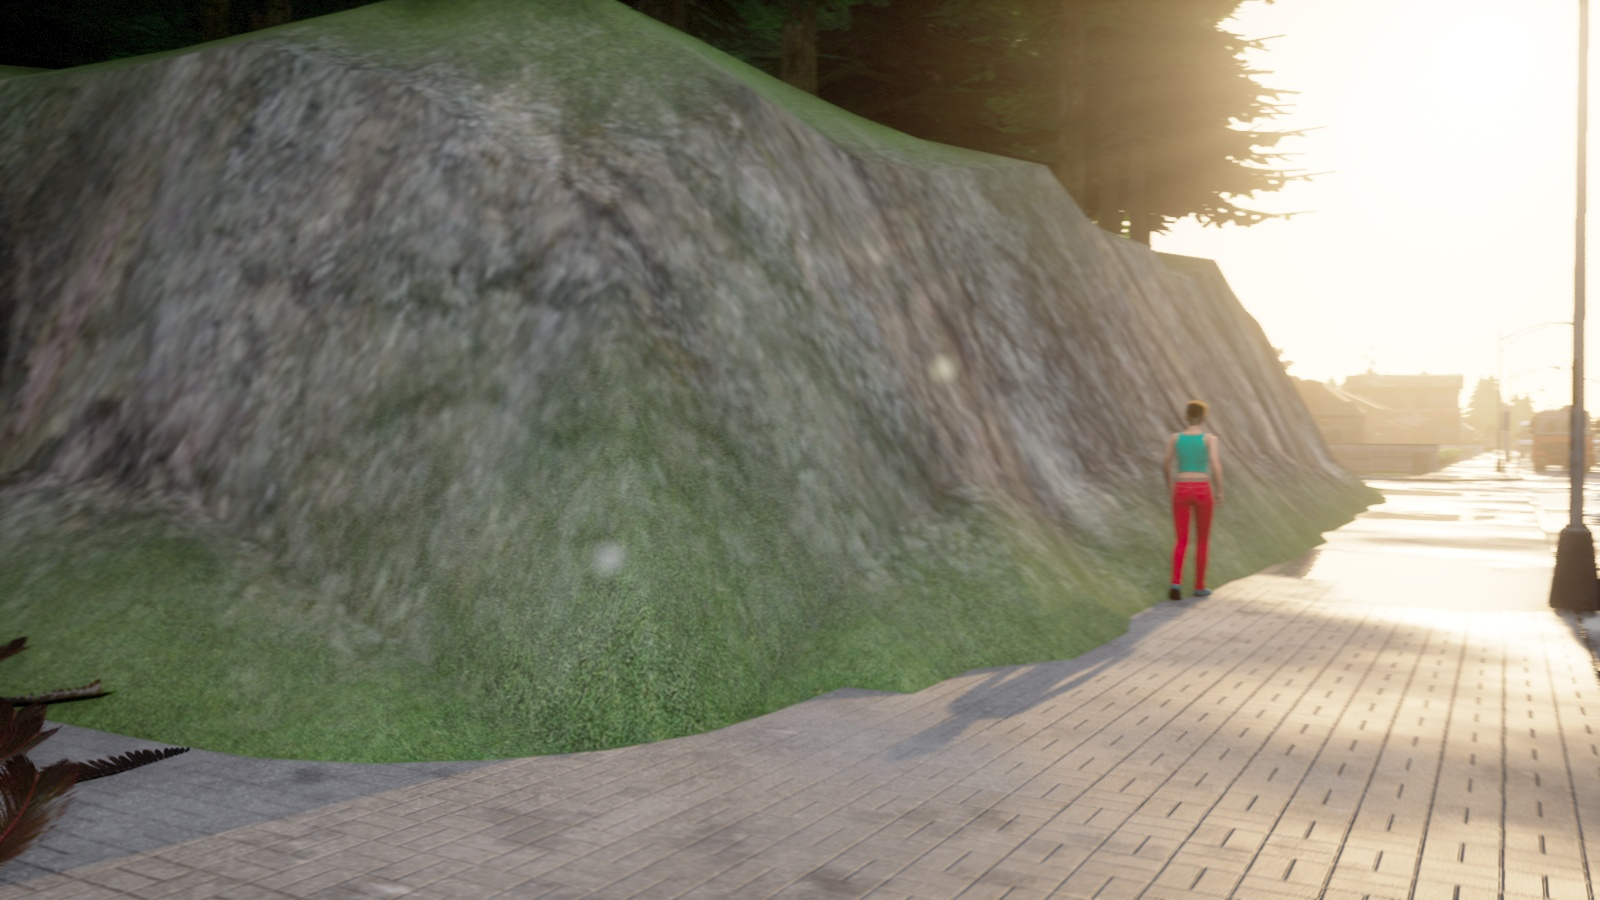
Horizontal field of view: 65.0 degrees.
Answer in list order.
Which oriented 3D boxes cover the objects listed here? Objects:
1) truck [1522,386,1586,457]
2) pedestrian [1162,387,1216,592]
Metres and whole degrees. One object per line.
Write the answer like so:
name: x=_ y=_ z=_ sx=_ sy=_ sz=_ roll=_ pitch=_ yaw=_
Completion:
truck: x=43.502 y=-1.623 z=72.640 sx=2.891 sy=3.827 sz=8.468 roll=0 pitch=1 yaw=29
pedestrian: x=3.603 y=0.352 z=11.613 sx=0.345 sy=1.836 sz=0.594 roll=0 pitch=1 yaw=29
